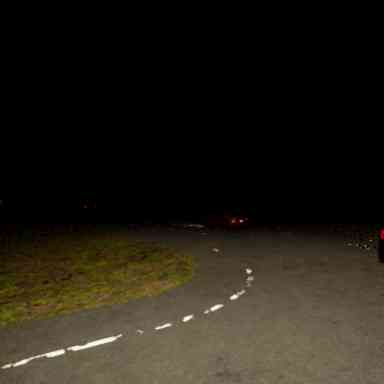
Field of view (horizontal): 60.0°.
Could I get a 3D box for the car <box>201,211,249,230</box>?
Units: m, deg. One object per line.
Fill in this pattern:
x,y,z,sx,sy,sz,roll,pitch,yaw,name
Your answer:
2.554,2.211,26.714,1.994,1.385,4.181,3,-3,-36,car

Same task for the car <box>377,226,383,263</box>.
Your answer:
7.500,1.370,7.859,2.150,2.045,5.566,2,-1,-36,car

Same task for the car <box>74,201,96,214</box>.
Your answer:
-17.606,2.571,54.814,2.150,2.045,5.566,3,-3,-36,car
